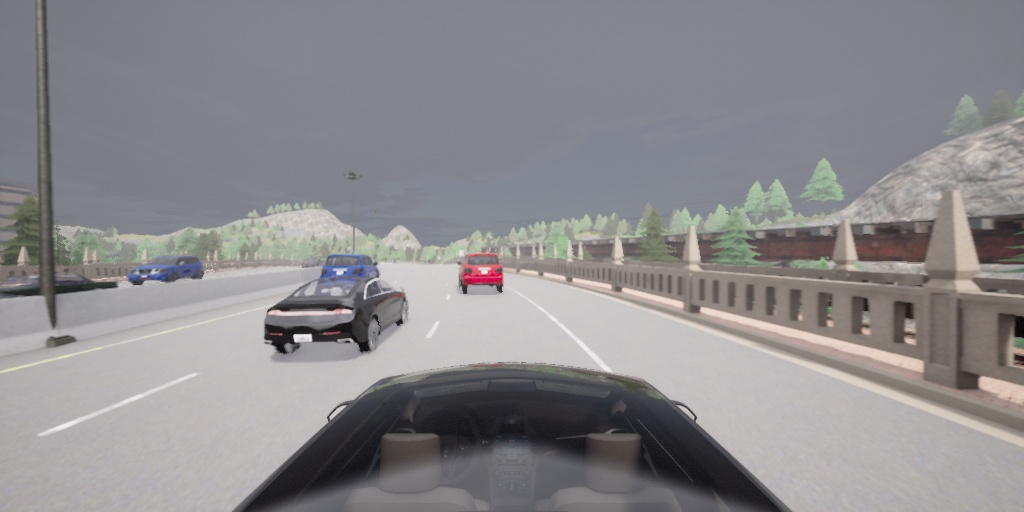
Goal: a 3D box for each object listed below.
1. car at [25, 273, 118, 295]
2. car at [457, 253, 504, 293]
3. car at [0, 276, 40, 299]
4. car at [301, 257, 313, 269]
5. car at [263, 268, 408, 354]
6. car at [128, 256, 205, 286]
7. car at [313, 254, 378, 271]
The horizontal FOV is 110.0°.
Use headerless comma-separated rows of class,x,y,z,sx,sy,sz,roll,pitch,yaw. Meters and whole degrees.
car,-18.694,1.386,14.117,1.895,1.301,4.718,0,0,-9
car,-1.854,0.874,20.323,2.150,2.045,5.566,0,0,-11
car,-14.540,1.349,8.289,1.994,1.385,4.181,0,0,-5
car,-29.285,1.174,53.111,1.837,1.490,4.892,0,0,-16
car,-3.867,1.221,8.728,2.128,1.511,4.902,0,0,-4
car,-25.036,1.004,26.300,2.150,2.045,5.566,0,0,-16
car,-8.956,0.919,20.215,2.150,2.045,5.566,0,0,-11
